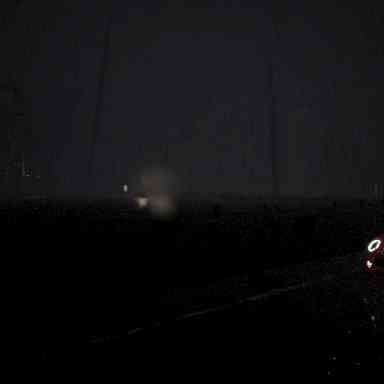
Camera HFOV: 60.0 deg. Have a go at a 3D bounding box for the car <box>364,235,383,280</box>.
[{"bbox_3d":[6.451,1.294,8.595,4.553,1.767,2.097,-1,0,-35],"label":"car"}]

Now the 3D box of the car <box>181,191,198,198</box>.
[{"bbox_3d":[-0.694,0.501,75.300,1.882,1.535,5.008,-1,1,-36],"label":"car"}]

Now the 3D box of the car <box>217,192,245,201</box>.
[{"bbox_3d":[7.387,0.859,59.314,2.128,1.511,4.902,-1,1,-35],"label":"car"}]
